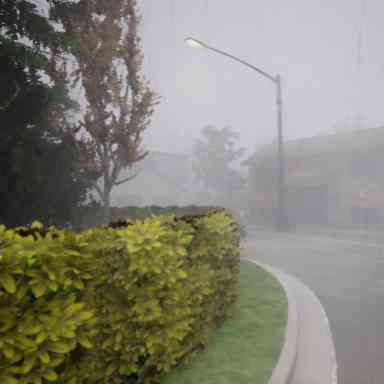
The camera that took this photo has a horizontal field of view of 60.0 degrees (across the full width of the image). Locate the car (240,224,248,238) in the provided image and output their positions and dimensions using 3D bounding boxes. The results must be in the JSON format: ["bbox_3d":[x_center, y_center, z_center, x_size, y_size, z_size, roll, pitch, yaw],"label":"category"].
[{"bbox_3d":[0.510,2.075,18.768,5.357,1.411,2.033,-3,-2,42],"label":"car"}]
